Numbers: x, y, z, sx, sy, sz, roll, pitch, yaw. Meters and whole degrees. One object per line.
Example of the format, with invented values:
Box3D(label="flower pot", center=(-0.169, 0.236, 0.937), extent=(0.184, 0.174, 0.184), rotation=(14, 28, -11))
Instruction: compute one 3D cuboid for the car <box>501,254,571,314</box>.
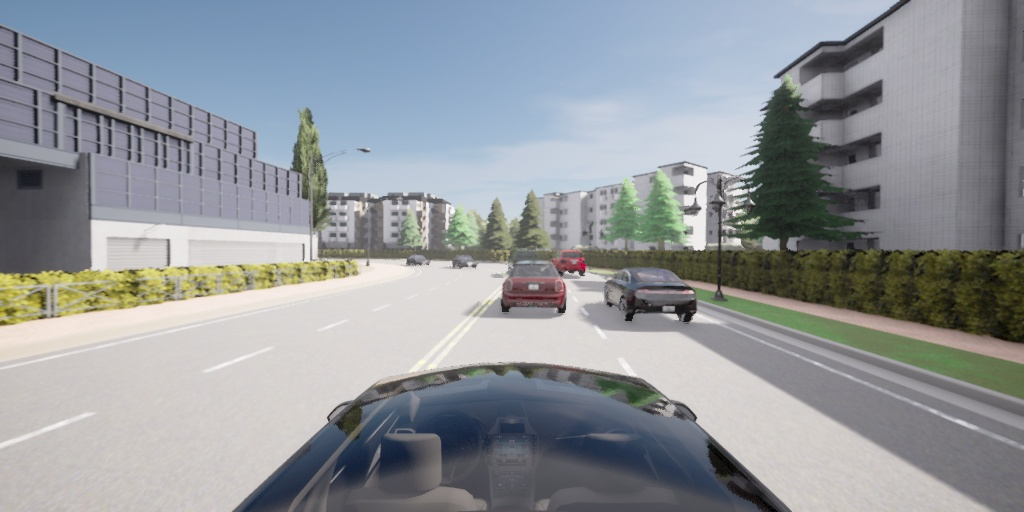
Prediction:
Box3D(label="car", center=(0.829, 0.933, 13.139), extent=(2.097, 1.767, 4.553), rotation=(0, 1, 5))

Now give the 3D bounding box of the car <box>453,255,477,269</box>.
Box3D(label="car", center=(-5.216, 0.636, 39.344), extent=(2.128, 1.511, 4.902), rotation=(0, 1, -22))

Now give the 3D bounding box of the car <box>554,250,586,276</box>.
Box3D(label="car", center=(4.467, 0.564, 29.877), extent=(2.150, 2.045, 5.566), rotation=(0, 1, -5))

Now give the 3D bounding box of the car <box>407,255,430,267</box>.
Box3D(label="car", center=(-11.723, 0.553, 44.682), extent=(1.812, 1.442, 4.674), rotation=(0, 1, -33))

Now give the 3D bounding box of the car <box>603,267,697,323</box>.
Box3D(label="car", center=(4.220, 1.113, 11.627), extent=(2.128, 1.511, 4.902), rotation=(0, 1, 5))

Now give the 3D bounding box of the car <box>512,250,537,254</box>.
Box3D(label="car", center=(0.926, 0.538, 30.251), extent=(2.150, 2.045, 5.566), rotation=(0, 1, -6))
